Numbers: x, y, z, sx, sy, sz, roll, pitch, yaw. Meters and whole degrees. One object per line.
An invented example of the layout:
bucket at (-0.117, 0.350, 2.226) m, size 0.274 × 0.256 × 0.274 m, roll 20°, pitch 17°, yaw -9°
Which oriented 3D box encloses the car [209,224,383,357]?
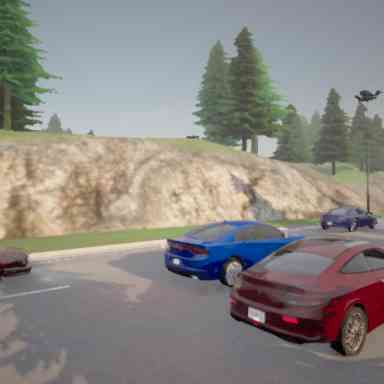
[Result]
car at (2.718, 1.565, 6.099) m, size 4.674 × 1.442 × 1.812 m, roll 0°, pitch 0°, yaw -38°

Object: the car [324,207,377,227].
car at (9.799, 1.652, 20.825) m, size 4.674 × 1.442 × 1.812 m, roll 0°, pitch 0°, yaw -39°

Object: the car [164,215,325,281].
car at (1.562, 1.546, 9.627) m, size 5.008 × 1.535 × 1.882 m, roll 0°, pitch 0°, yaw -38°

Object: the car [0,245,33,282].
car at (-6.694, 1.624, 7.620) m, size 5.357 × 1.411 × 2.033 m, roll 0°, pitch 0°, yaw -35°
